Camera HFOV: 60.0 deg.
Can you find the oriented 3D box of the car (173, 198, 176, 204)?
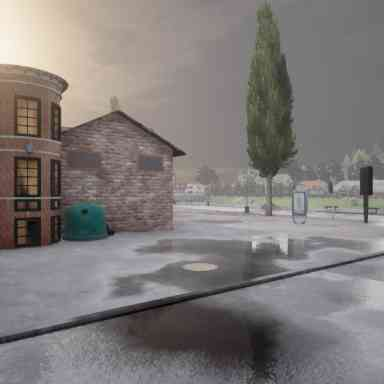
[{"bbox_3d":[-4.629,1.526,60.374,1.812,1.442,4.674,0,0,-36],"label":"car"}]
